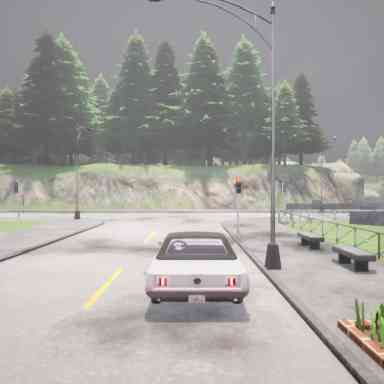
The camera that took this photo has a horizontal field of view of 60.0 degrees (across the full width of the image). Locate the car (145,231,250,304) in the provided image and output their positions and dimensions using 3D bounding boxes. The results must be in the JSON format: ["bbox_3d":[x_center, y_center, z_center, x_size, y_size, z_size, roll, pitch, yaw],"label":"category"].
[{"bbox_3d":[0.095,1.601,8.098,1.895,1.301,4.718,0,0,0],"label":"car"}]
